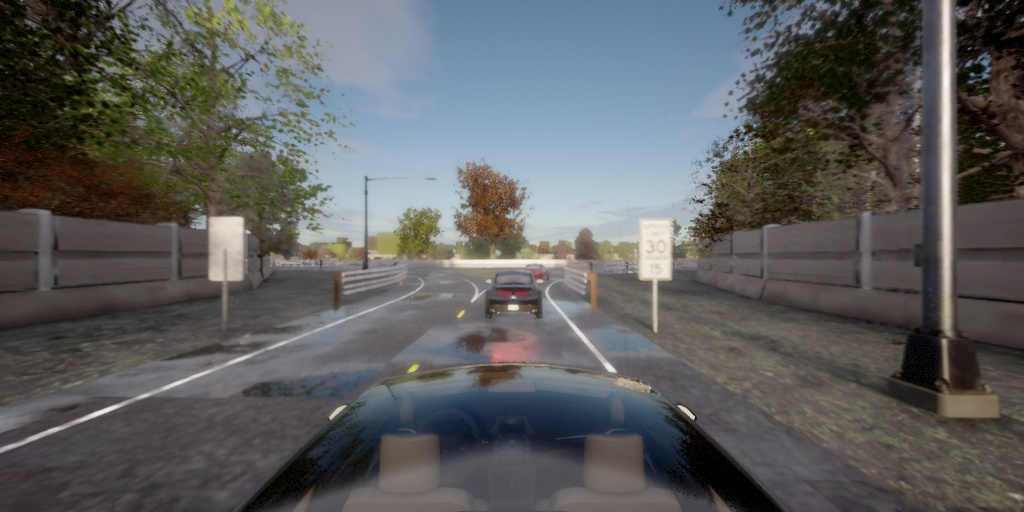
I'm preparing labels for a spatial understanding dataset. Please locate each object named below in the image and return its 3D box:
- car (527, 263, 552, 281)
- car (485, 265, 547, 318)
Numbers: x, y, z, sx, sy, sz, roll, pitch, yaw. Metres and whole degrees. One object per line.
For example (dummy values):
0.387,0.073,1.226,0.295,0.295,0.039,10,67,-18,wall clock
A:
1.867,1.294,28.125,1.812,1.442,4.674,0,0,14,car
0.091,1.264,13.009,1.837,1.490,4.892,0,0,1,car
